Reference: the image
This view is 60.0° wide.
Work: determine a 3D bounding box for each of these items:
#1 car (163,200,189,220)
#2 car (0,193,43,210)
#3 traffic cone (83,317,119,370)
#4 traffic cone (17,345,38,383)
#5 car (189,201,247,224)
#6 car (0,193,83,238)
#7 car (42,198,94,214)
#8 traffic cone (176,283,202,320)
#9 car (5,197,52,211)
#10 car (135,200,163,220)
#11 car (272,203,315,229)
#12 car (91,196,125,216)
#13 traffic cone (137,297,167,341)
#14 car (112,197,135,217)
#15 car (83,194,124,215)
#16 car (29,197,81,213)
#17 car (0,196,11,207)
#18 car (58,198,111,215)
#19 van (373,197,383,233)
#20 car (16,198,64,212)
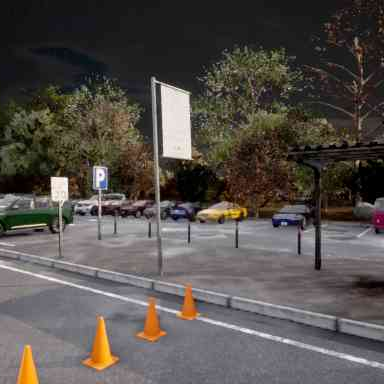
[{"bbox_3d":[0.185,1.504,26.950,2.163,1.488,4.792,0,0,35],"label":"car"},{"bbox_3d":[-22.567,1.152,42.855,2.435,2.045,5.566,0,0,35],"label":"car"},{"bbox_3d":[-1.206,1.957,4.412,0.340,0.580,0.340,0,0,35],"label":"traffic cone"},{"bbox_3d":[-1.781,1.957,3.595,0.340,0.580,0.340,0,0,35],"label":"traffic cone"},{"bbox_3d":[2.333,1.474,25.179,1.946,1.575,5.366,0,0,35],"label":"car"},{"bbox_3d":[-8.924,1.220,17.293,2.435,2.045,5.566,0,0,35],"label":"car"},{"bbox_3d":[-13.465,1.454,36.492,2.097,1.535,5.008,0,0,35],"label":"car"},{"bbox_3d":[-0.057,1.957,6.044,0.340,0.580,0.340,0,0,36],"label":"traffic cone"},{"bbox_3d":[-20.265,1.451,41.309,2.163,1.488,4.792,0,0,35],"label":"car"},{"bbox_3d":[-2.099,1.473,28.526,2.231,1.521,4.892,0,0,35],"label":"car"},{"bbox_3d":[6.966,1.513,22.117,2.163,1.488,4.792,0,0,35],"label":"car"},{"bbox_3d":[-6.643,1.465,31.715,2.097,1.535,5.008,0,0,35],"label":"car"},{"bbox_3d":[-0.631,1.957,5.229,0.340,0.580,0.340,0,0,35],"label":"traffic cone"},{"bbox_3d":[-4.372,1.468,30.120,2.097,1.535,5.008,0,0,35],"label":"car"},{"bbox_3d":[-8.934,1.211,33.282,2.435,2.045,5.566,0,0,35],"label":"car"},{"bbox_3d":[-15.629,1.443,38.244,1.946,1.575,5.366,0,0,35],"label":"car"},{"bbox_3d":[-29.260,1.331,47.818,1.946,1.575,5.366,1,0,35],"label":"car"},{"bbox_3d":[-11.192,1.461,34.896,2.231,1.521,4.892,0,0,35],"label":"car"},{"bbox_3d":[11.592,1.264,19.046,1.878,1.987,4.442,0,0,35],"label":"van"},{"bbox_3d":[-18.020,1.468,39.662,2.163,1.488,4.792,0,0,35],"label":"car"}]
